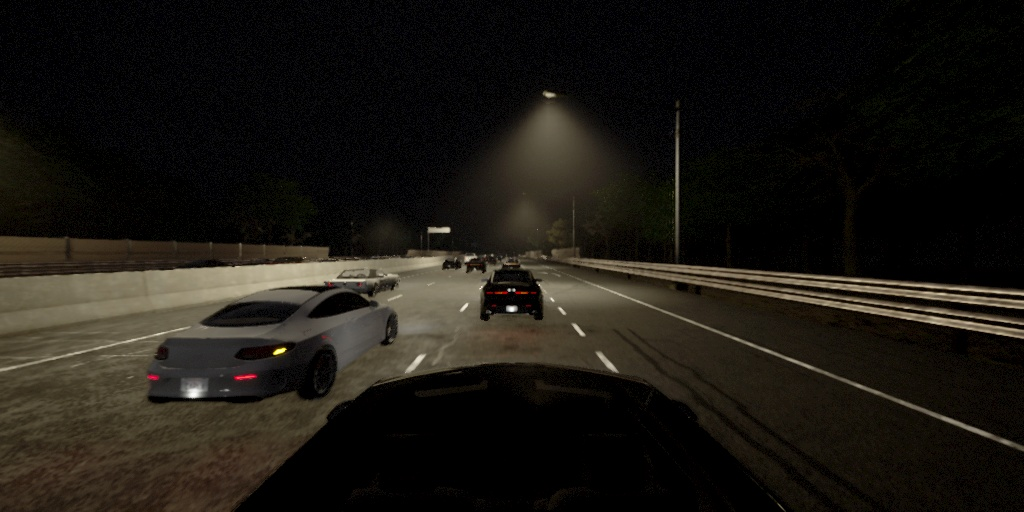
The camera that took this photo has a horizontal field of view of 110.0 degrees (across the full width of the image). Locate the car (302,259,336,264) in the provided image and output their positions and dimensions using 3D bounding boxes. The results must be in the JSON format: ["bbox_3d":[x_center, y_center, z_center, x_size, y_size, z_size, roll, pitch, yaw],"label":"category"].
[{"bbox_3d":[-17.650,1.066,34.296,1.994,1.385,4.181,0,0,0],"label":"car"}]

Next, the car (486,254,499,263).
[{"bbox_3d":[-3.662,0.812,63.189,1.837,1.490,4.892,0,0,0],"label":"car"}]

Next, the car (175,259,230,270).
[{"bbox_3d":[-28.146,1.040,32.780,1.812,1.442,4.674,0,0,0],"label":"car"}]

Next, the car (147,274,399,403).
[{"bbox_3d":[-3.505,1.239,6.261,1.812,1.442,4.674,0,0,0],"label":"car"}]

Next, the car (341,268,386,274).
[{"bbox_3d":[-7.019,1.226,17.340,1.895,1.301,4.718,0,0,0],"label":"car"}]

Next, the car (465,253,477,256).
[{"bbox_3d":[-7.163,0.527,63.257,2.150,2.045,5.566,0,0,0],"label":"car"}]

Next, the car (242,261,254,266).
[{"bbox_3d":[-24.640,0.986,35.781,2.128,1.511,4.902,0,0,0],"label":"car"}]

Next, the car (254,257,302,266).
[{"bbox_3d":[-21.147,0.862,33.457,2.097,1.767,4.553,0,0,0],"label":"car"}]

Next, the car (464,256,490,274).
[{"bbox_3d":[-3.576,0.989,36.852,1.837,1.490,4.892,0,0,0],"label":"car"}]

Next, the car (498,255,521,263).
[{"bbox_3d":[-0.079,0.968,37.692,2.128,1.511,4.902,0,0,0],"label":"car"}]

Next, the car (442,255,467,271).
[{"bbox_3d":[-7.095,0.934,42.817,2.128,1.511,4.902,0,0,0],"label":"car"}]

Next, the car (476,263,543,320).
[{"bbox_3d":[-0.011,1.170,12.202,1.837,1.490,4.892,0,0,0],"label":"car"}]
